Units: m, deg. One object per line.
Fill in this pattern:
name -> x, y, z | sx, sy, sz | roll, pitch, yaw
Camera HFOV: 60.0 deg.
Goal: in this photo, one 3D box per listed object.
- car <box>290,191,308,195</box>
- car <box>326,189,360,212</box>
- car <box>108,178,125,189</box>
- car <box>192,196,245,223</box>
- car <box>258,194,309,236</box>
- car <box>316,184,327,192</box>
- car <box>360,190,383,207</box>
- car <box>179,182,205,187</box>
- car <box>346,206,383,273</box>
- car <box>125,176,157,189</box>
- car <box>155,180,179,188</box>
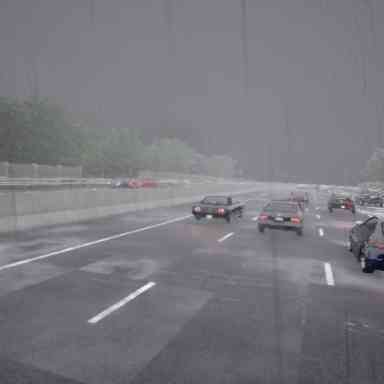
car -> 10.780, 0.557, 33.353 | 1.895, 1.301, 4.718 | 3, 3, 20
car -> 12.137, 0.809, 27.119 | 1.837, 1.490, 4.892 | 3, 3, 20
car -> -10.161, -1.254, 47.869 | 2.097, 1.767, 4.553 | 3, 3, 20
car -> 1.630, 0.852, 18.358 | 1.895, 1.301, 4.718 | 3, 3, 20
car -> 4.289, 1.042, 15.430 | 2.033, 1.411, 5.357 | 3, 3, 20
car -> 29.234, -0.669, 74.300 | 1.812, 1.442, 4.674 | 3, 2, 20
car -> 19.152, 0.536, 35.892 | 2.097, 1.767, 4.553 | 3, 3, 20
car -> 0.340, -0.609, 46.112 | 1.882, 1.535, 5.008 | 3, 3, 20
car -> 5.753, 1.382, 9.504 | 1.994, 1.385, 4.181 | 3, 3, 20
car -> -6.737, -1.204, 47.057 | 2.150, 2.045, 5.566 | 3, 3, 20
car -> -2.974, -0.677, 47.244 | 1.895, 1.301, 4.718 | 3, 3, 20
